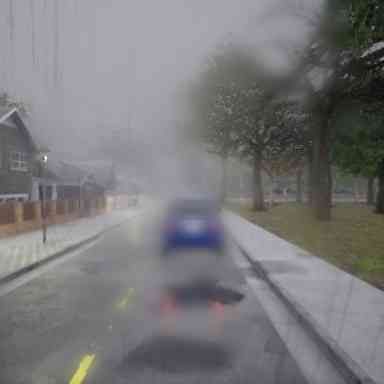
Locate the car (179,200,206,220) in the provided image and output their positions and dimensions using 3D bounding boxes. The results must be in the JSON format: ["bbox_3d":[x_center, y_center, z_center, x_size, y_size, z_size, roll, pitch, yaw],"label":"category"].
[{"bbox_3d":[0.071,1.491,29.005,2.128,1.511,4.902,0,0,0],"label":"car"}]

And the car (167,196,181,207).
[{"bbox_3d":[-2.812,1.496,52.760,1.882,1.535,5.008,0,0,0],"label":"car"}]

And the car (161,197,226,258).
[{"bbox_3d":[0.066,1.222,12.961,2.150,2.045,5.566,0,0,1],"label":"car"}]
